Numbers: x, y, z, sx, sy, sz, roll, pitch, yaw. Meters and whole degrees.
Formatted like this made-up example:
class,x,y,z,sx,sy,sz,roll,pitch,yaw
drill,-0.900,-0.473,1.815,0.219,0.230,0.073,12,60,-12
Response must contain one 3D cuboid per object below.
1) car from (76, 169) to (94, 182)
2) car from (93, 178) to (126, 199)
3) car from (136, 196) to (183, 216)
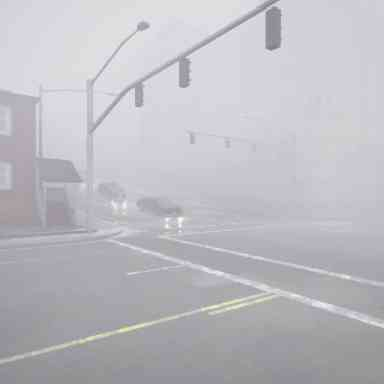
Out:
class,x,y,z,sx,sy,sz,roll,pitch,yaw
car,-14.922,-2.313,45.367,2.033,1.411,5.357,0,12,-35
car,-8.919,-0.278,36.999,2.128,1.511,4.902,0,10,-35
car,-2.942,1.092,28.674,2.033,1.411,5.357,0,5,-36
